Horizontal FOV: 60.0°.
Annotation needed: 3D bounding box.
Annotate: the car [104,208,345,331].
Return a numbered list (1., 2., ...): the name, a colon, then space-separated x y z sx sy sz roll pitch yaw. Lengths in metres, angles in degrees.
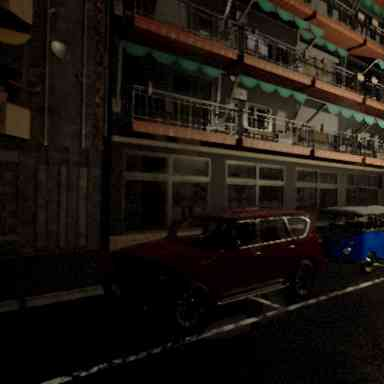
1. car: 0.759 1.320 7.077 5.009 1.841 2.192 0 1 -35

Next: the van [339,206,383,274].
1. van: 5.387 1.352 10.378 3.998 1.788 1.690 0 1 -35
